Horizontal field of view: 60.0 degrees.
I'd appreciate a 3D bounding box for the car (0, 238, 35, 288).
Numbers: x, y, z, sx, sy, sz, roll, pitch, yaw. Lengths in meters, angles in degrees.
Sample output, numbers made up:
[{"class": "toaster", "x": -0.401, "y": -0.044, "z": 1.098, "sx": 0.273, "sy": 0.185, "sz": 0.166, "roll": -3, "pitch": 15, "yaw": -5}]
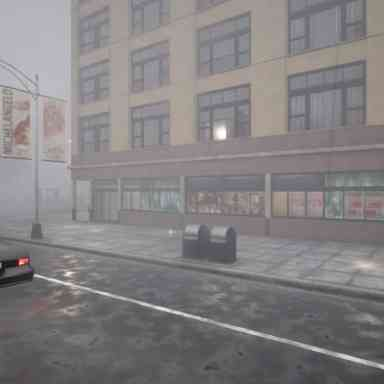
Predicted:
[{"class": "car", "x": -6.014, "y": 1.547, "z": 8.156, "sx": 5.357, "sy": 1.411, "sz": 2.033, "roll": 0, "pitch": 0, "yaw": 35}]
